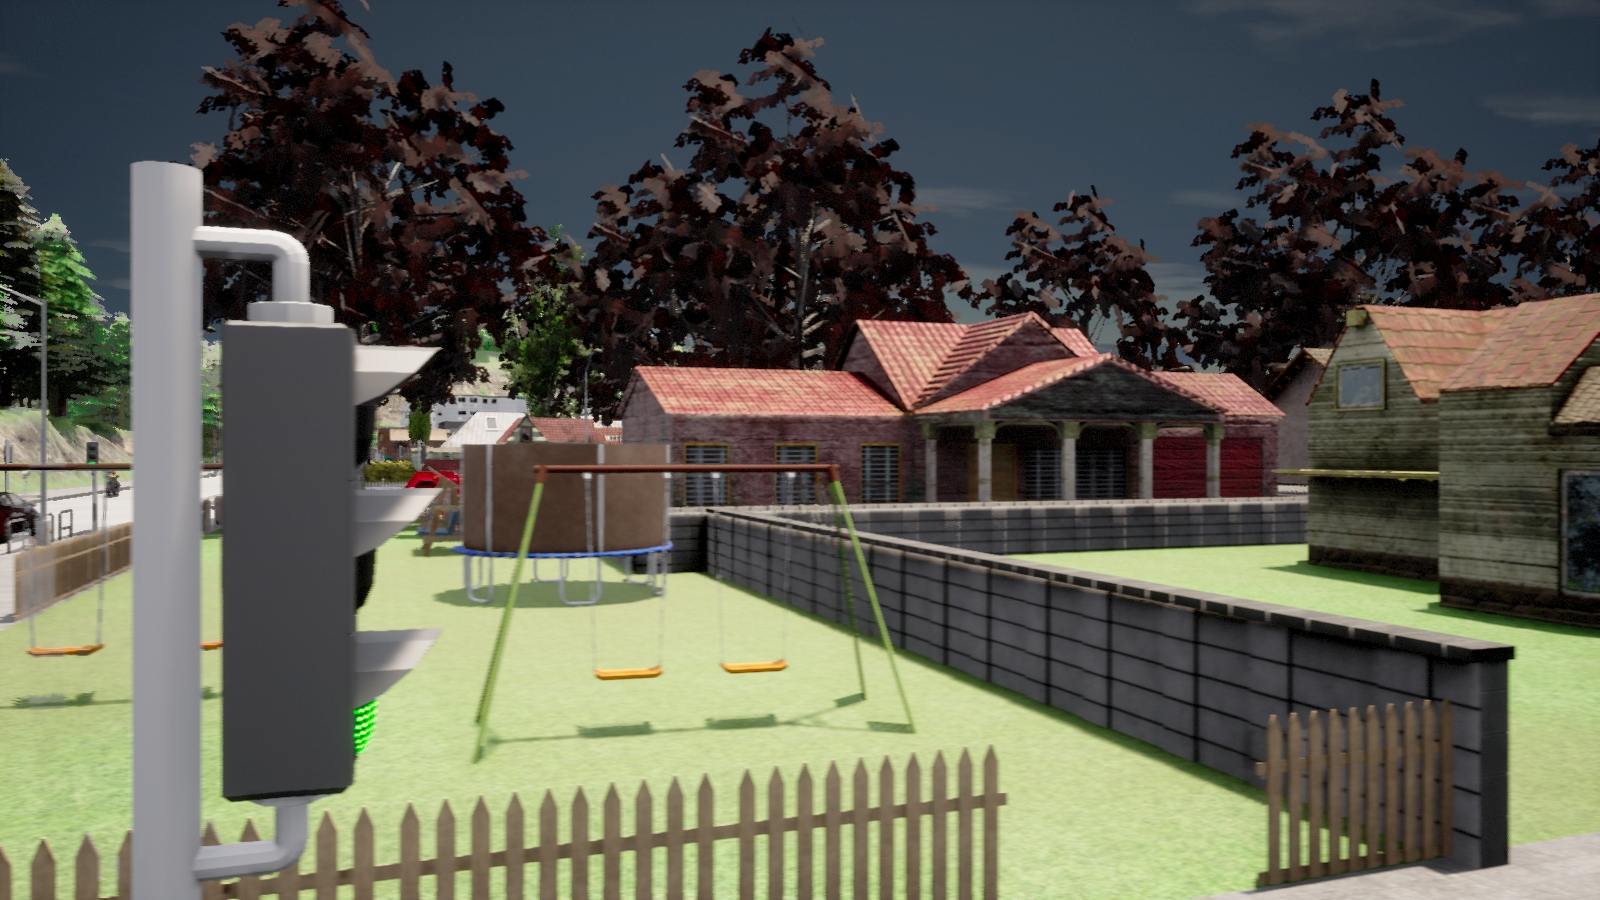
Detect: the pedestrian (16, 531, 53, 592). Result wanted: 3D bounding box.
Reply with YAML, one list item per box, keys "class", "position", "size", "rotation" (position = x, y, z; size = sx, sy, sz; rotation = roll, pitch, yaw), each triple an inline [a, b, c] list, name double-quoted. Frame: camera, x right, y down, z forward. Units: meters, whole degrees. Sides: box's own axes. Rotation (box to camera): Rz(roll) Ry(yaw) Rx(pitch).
- class: "pedestrian"
  position: [-14.673, 2.125, 21.898]
  size: [0.500, 1.100, 0.500]
  rotation: [0, 0, -22]

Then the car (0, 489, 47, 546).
- class: "car"
  position: [-25.065, 2.039, 35.314]
  size: [2.007, 1.525, 4.514]
  rotation: [0, 0, -20]
